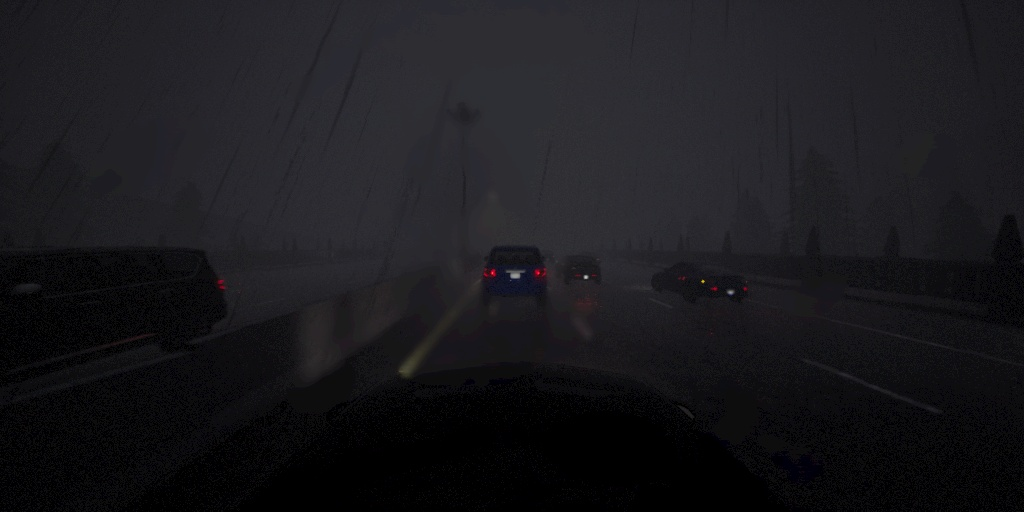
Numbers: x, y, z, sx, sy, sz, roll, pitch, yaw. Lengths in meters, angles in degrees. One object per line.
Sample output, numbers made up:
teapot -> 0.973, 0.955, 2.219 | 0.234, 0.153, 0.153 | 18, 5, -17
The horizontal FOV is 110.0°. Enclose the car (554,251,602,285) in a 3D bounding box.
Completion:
car -> 3.606, 0.685, 19.872 | 1.837, 1.490, 4.892 | 0, 2, 0

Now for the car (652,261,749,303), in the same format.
car -> 7.105, 0.898, 13.940 | 1.812, 1.442, 4.674 | 0, 2, 0

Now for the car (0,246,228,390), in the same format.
car -> -7.098, 0.874, 5.263 | 2.150, 2.045, 5.566 | 0, 2, 0

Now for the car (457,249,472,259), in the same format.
car -> -6.989, -0.257, 53.609 | 1.812, 1.442, 4.674 | 0, 0, 0

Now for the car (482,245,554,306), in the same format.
car -> 0.104, 0.606, 13.568 | 2.150, 2.045, 5.566 | 0, 2, 0

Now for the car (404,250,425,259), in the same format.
car -> -14.011, -0.171, 51.376 | 1.895, 1.301, 4.718 | 0, 1, 1

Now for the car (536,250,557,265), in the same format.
car -> 3.613, 0.104, 38.356 | 1.812, 1.442, 4.674 | 0, 2, 0

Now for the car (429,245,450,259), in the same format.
car -> -10.501, -0.552, 52.262 | 2.150, 2.045, 5.566 | 0, 0, 0
